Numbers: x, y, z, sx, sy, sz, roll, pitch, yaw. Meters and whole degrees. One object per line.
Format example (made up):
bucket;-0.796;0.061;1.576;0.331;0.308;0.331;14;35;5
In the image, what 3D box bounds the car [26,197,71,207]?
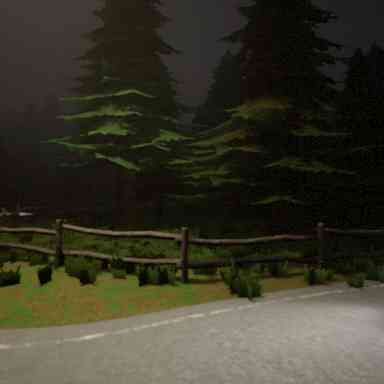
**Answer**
car;-13.696;1.212;31.962;1.994;1.385;4.181;1;1;27
